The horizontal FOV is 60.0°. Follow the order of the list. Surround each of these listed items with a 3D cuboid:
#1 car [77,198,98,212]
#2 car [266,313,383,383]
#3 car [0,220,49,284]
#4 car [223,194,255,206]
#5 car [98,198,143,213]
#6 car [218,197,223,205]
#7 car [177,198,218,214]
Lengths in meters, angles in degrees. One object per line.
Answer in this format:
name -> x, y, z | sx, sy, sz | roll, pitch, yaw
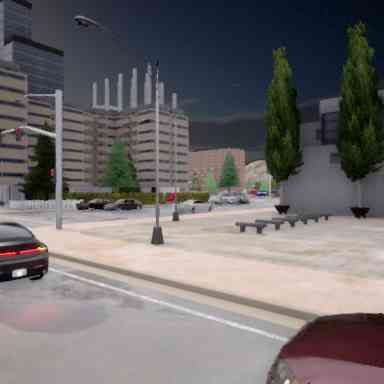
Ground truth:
car -> -10.973, 1.468, 38.801 | 1.882, 1.535, 5.008 | 0, 0, 40
car -> 2.639, 1.564, 2.311 | 4.181, 1.385, 1.994 | 0, 0, 36
car -> -5.587, 1.502, 8.764 | 4.892, 1.490, 1.837 | 0, 0, 40
car -> 7.867, 1.484, 55.528 | 2.128, 1.511, 4.902 | 0, 0, 41
car -> -7.660, 1.496, 37.295 | 1.837, 1.490, 4.892 | 0, 0, 40
car -> 4.908, 1.591, 57.455 | 1.895, 1.301, 4.718 | 0, 0, 41
car -> 0.341, 1.519, 35.617 | 1.812, 1.442, 4.674 | 0, 0, 40
